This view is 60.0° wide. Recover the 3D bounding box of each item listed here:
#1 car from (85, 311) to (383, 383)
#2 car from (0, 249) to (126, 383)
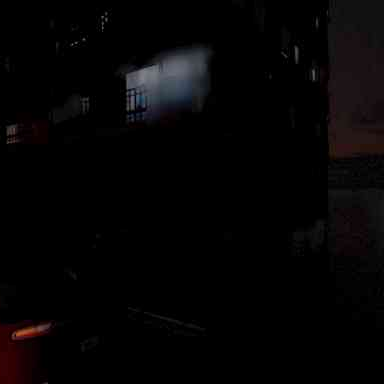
[{"bbox_3d":[1.642,1.566,1.706,4.313,1.339,1.947,0,0,35],"label":"car"},{"bbox_3d":[-2.951,1.545,4.973,4.507,1.381,1.887,0,0,35],"label":"car"}]
